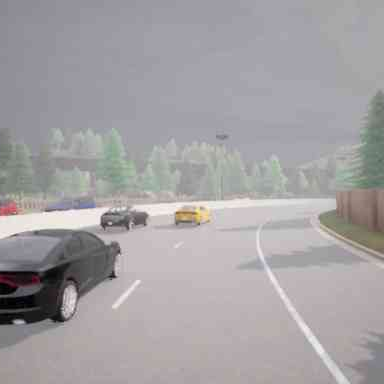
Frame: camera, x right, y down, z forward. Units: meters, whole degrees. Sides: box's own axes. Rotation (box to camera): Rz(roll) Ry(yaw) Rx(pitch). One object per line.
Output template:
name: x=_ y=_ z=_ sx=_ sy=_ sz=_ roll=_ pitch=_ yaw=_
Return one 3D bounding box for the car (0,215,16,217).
car: x=-14.913 y=1.424 z=23.569 sx=2.150 sy=2.045 sz=5.566 roll=0 pitch=-1 yaw=13

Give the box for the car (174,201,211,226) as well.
car: x=0.145 y=1.668 z=25.331 sx=1.882 sy=1.535 sz=5.008 roll=0 pitch=0 yaw=15

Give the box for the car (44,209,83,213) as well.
car: x=-10.243 y=1.447 z=27.975 sx=2.150 sy=2.045 sz=5.566 roll=0 pitch=-1 yaw=16

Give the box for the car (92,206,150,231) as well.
car: x=-4.299 y=1.664 z=22.039 sx=2.128 sy=1.511 sz=4.902 roll=0 pitch=0 yaw=13

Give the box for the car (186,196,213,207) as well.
car: x=1.428 y=1.676 z=60.995 sx=2.150 sy=2.045 sz=5.566 roll=0 pitch=-1 yaw=35

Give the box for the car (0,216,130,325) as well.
car: x=-3.014 y=1.538 z=7.413 sx=1.882 sy=1.535 sz=5.008 roll=0 pitch=0 yaw=4
